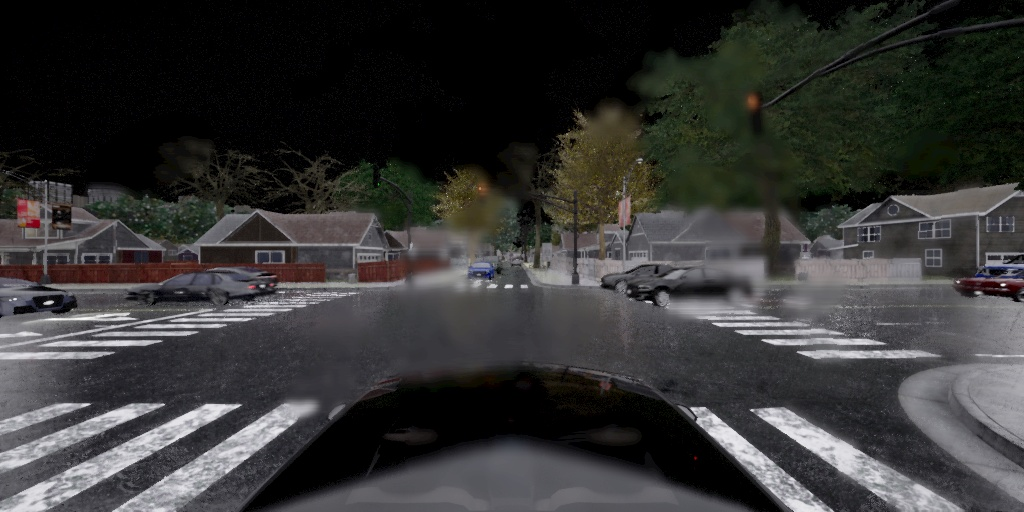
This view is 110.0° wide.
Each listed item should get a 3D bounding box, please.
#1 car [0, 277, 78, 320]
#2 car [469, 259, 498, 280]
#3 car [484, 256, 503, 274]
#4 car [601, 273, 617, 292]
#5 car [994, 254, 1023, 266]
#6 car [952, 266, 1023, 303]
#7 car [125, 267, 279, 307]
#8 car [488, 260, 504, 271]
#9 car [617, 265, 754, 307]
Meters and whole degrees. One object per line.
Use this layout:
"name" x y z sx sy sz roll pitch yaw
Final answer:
"car" -17.596 1.410 12.128 4.181 1.385 1.994 0 0 1
"car" -2.589 1.241 31.401 1.882 1.535 5.008 0 0 1
"car" -2.394 0.993 41.637 2.150 2.045 5.566 0 0 1
"car" 7.197 1.200 18.863 4.892 1.490 1.837 0 1 8
"car" 27.253 0.805 18.100 5.566 2.045 2.150 0 0 1
"car" 21.704 1.214 14.948 4.718 1.301 1.895 0 0 1
"car" -13.259 1.364 15.507 5.357 1.411 2.033 0 0 1
"car" -2.261 1.330 51.954 2.033 1.411 5.357 0 0 1
"car" 7.210 1.174 14.753 5.008 1.535 1.882 0 0 -7
